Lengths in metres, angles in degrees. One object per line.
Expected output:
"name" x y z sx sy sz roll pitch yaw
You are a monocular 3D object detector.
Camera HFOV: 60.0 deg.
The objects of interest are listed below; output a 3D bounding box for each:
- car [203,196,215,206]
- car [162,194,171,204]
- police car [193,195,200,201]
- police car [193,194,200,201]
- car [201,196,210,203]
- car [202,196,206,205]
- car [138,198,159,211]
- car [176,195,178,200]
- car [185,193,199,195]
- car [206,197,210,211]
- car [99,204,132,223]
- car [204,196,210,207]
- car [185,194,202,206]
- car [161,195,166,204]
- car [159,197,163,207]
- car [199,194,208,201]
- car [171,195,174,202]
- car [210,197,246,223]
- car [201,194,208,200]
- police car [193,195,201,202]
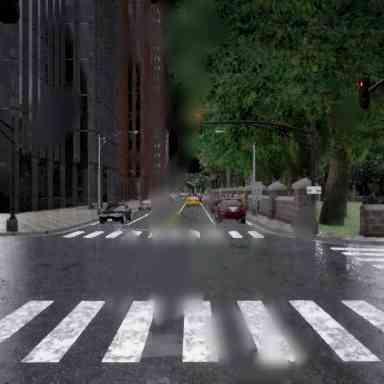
"car" 2.933 1.487 57.985 1.967 1.590 4.097 0 0 0
"car" -5.576 1.635 63.461 1.802 1.307 4.206 0 0 0
"police car" 1.135 1.511 86.018 1.930 1.638 5.238 0 0 0
"police car" 1.171 1.521 92.018 1.930 1.638 5.238 0 0 0
"car" 2.981 1.593 74.524 1.752 1.417 4.829 0 0 0
"car" 2.900 1.585 47.072 2.008 1.369 4.403 0 0 0
"car" -5.641 1.579 41.633 2.008 1.369 4.403 0 0 0
"car" -5.496 1.534 90.747 1.967 1.590 4.097 0 0 0
"car" 0.192 1.277 65.406 2.150 2.045 5.566 0 0 0
"car" 2.868 1.588 36.159 1.947 1.339 4.313 0 0 0
"car" -5.689 1.577 25.262 1.947 1.339 4.313 0 0 0
"car" 2.884 1.579 41.615 2.008 1.369 4.403 0 0 0
"car" 0.212 1.522 55.280 1.882 1.535 5.008 0 0 0
"car" -5.609 1.623 52.547 1.802 1.307 4.206 0 0 0
"car" -5.625 1.617 47.090 1.802 1.307 4.206 0 0 0
"car" 3.013 1.399 85.268 2.192 1.841 5.009 0 0 0
"car" -5.560 1.375 68.919 2.192 1.841 5.009 0 0 0
"car" 2.836 1.326 25.247 2.192 1.841 5.009 0 0 0
"car" 2.917 1.481 52.529 1.967 1.590 4.097 0 0 0
"police car" 1.123 1.495 76.018 1.930 1.638 5.238 0 0 0
